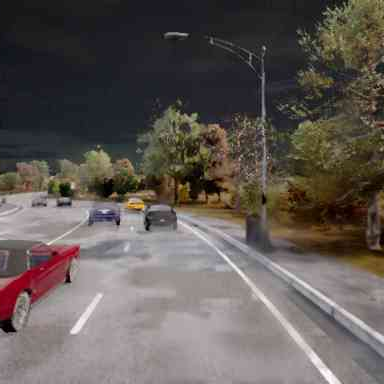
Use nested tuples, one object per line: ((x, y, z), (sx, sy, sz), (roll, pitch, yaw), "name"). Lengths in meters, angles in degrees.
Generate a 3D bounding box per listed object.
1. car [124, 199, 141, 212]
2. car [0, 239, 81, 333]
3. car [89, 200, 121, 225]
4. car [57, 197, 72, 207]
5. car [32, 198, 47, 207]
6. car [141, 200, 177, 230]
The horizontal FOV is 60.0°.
((-6.869, 1.502, 39.222), (1.882, 1.535, 5.008), (0, 0, -19), "car")
((-3.741, 1.613, 6.706), (1.895, 1.301, 4.718), (0, 0, -3), "car")
((-6.291, 1.371, 24.279), (2.097, 1.767, 4.553), (0, 0, -12), "car")
((-19.508, 1.518, 50.954), (1.882, 1.535, 5.008), (0, 0, -26), "car")
((-23.381, 1.606, 50.949), (1.994, 1.385, 4.181), (0, 0, -27), "car")
((-2.131, 1.487, 21.460), (1.882, 1.535, 5.008), (0, 0, -10), "car")
